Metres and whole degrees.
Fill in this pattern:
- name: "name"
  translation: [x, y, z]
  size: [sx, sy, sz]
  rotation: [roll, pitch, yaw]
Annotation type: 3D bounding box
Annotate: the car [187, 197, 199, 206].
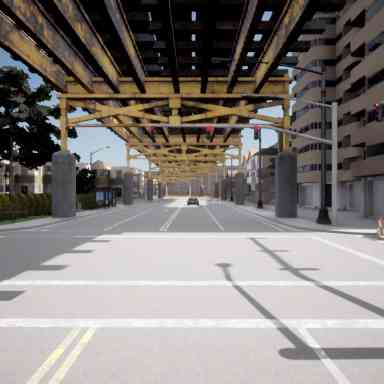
- name: "car"
  translation: [0.188, 1.564, 56.209]
  size: [1.994, 1.385, 4.181]
  rotation: [0, 0, 0]
